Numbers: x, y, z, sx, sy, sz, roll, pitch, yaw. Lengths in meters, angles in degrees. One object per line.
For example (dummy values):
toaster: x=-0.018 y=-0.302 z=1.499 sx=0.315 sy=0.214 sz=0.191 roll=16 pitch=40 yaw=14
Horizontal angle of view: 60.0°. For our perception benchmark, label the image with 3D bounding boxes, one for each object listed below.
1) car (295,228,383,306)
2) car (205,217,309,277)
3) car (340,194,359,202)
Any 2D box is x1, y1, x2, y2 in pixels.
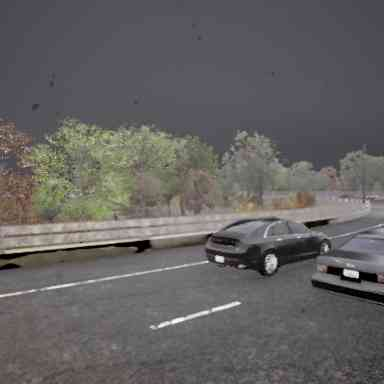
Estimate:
car: x=4.902 y=1.589 z=7.882 sx=5.357 sy=1.411 sz=2.033 roll=0 pitch=0 yaw=-40
car: x=2.590 y=1.560 z=10.529 sx=4.892 sy=1.490 sz=1.837 roll=0 pitch=0 yaw=-40
car: x=40.236 y=1.520 z=86.018 sx=2.150 sy=2.045 sz=5.566 roll=0 pitch=0 yaw=1
